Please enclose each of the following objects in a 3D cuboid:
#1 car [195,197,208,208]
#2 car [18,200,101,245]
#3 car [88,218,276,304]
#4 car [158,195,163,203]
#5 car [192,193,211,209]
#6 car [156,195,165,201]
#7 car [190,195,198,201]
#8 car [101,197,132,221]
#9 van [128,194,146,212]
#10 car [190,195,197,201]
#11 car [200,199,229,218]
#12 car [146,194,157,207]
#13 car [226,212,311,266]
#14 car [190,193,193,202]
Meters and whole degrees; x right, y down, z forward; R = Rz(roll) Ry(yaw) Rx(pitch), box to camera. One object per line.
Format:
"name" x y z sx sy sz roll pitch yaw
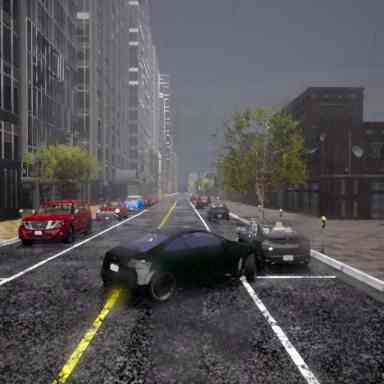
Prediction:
"car" 1.387 1.507 50.070 1.752 1.417 4.829 -1 0 -2
"car" -6.193 1.310 15.761 2.192 1.841 5.009 -1 0 -2
"car" -0.088 1.557 8.250 4.181 1.385 1.994 0 0 -40
"car" -7.426 1.520 66.287 1.887 1.381 4.507 -1 0 -2
"car" 1.534 1.299 44.367 2.192 1.841 5.009 -1 0 -2
"car" -7.862 1.494 82.715 1.752 1.417 4.829 -1 0 -2
"car" 0.512 1.534 83.095 1.947 1.339 4.313 -1 0 -2
"car" -6.394 1.431 26.829 1.967 1.590 4.097 -1 0 -2
"van" -6.696 1.328 38.622 1.690 1.788 3.998 -1 0 -2
"car" 0.365 1.548 88.628 1.802 1.307 4.206 -1 0 -2
"car" 2.009 1.542 27.035 2.008 1.369 4.403 -1 0 -2
"car" -6.990 1.297 49.688 2.192 1.841 5.009 -1 0 -2
"car" 2.547 1.547 11.175 2.008 1.369 4.403 -1 0 -2
"car" 0.801 1.288 72.030 2.192 1.841 5.009 -1 0 -2
